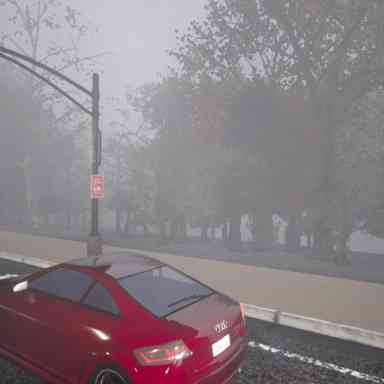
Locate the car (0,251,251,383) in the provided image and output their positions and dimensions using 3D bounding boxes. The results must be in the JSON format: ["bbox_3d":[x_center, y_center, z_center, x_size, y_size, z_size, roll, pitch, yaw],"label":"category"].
[{"bbox_3d":[-1.328,1.563,4.629,4.181,1.385,1.994,0,0,35],"label":"car"}]
